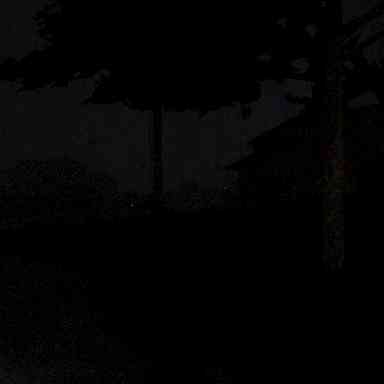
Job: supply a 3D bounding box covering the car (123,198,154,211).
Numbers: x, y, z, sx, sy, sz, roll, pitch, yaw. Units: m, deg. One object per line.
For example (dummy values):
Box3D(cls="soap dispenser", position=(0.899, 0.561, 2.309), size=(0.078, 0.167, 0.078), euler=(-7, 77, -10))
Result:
Box3D(cls="car", position=(-6.711, 1.572, 43.129), size=(1.837, 1.490, 4.892), euler=(0, 0, 36))
